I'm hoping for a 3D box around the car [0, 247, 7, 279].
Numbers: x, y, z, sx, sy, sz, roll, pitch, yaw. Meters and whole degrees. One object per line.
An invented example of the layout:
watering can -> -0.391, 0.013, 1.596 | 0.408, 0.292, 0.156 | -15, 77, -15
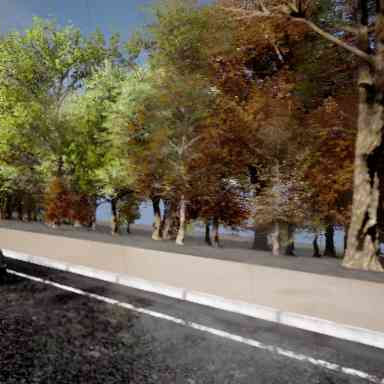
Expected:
car -> -6.480, 1.484, 8.303 | 4.181, 1.385, 1.994 | 1, 0, 35
